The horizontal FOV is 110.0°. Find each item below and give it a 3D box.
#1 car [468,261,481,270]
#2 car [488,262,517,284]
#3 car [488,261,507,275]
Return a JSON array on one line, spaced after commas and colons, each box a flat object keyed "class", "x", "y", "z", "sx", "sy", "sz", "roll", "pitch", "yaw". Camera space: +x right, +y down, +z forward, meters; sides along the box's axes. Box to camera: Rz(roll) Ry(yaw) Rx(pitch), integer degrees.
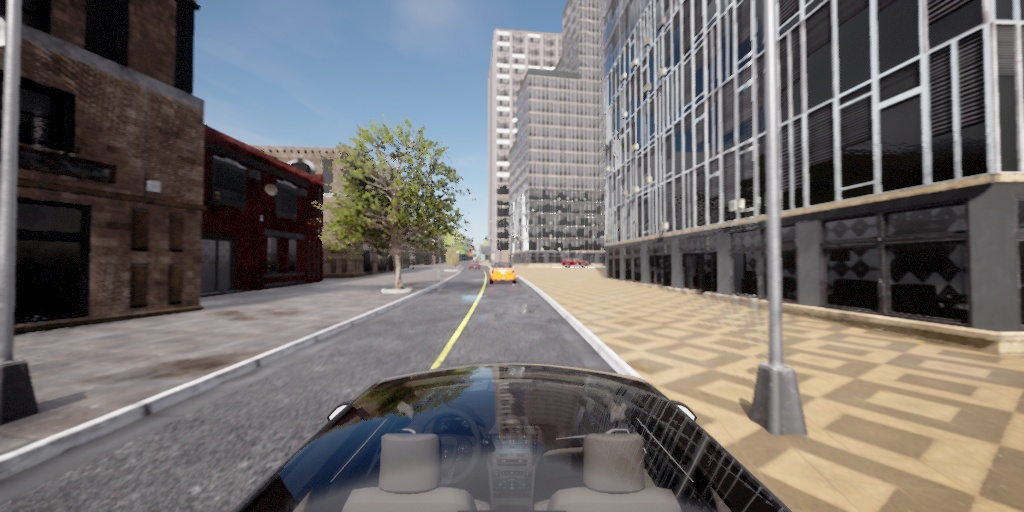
[{"class": "car", "x": -6.349, "y": 1.543, "z": 60.838, "sx": 1.882, "sy": 1.535, "sz": 5.008, "roll": 0, "pitch": -1, "yaw": -7}, {"class": "car", "x": -0.794, "y": 1.252, "z": 29.318, "sx": 2.097, "sy": 1.767, "sz": 4.553, "roll": 0, "pitch": 0, "yaw": -3}, {"class": "car", "x": -1.865, "y": 1.472, "z": 44.652, "sx": 2.128, "sy": 1.511, "sz": 4.902, "roll": 0, "pitch": 0, "yaw": -5}]
